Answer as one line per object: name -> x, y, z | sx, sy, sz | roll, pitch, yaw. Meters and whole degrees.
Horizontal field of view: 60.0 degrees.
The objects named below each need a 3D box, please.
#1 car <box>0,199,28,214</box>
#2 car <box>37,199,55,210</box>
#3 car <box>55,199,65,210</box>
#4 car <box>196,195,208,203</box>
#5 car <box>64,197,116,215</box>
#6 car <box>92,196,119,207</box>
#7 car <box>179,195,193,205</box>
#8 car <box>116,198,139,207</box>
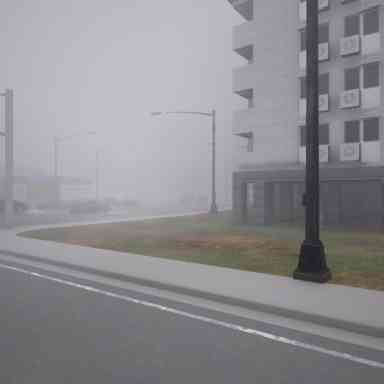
car -> -19.348, 1.478, 33.714 | 1.882, 1.535, 5.008 | 0, 0, 36
car -> -17.560, 1.564, 42.491 | 1.994, 1.385, 4.181 | 0, 0, 31
car -> -14.045, 1.491, 41.572 | 2.128, 1.511, 4.902 | 0, 0, 30
car -> 2.049, 1.353, 69.977 | 2.097, 1.767, 4.553 | 0, 0, -8
car -> -10.322, 1.564, 33.944 | 1.994, 1.385, 4.181 | 0, 0, 35
car -> -13.337, 1.478, 51.662 | 1.882, 1.535, 5.008 | 0, 0, 16
car -> -1.053, 1.351, 60.228 | 2.097, 1.767, 4.553 | 0, 0, 5
car -> -9.911, 1.601, 50.860 | 1.895, 1.301, 4.718 | 0, 0, 16
